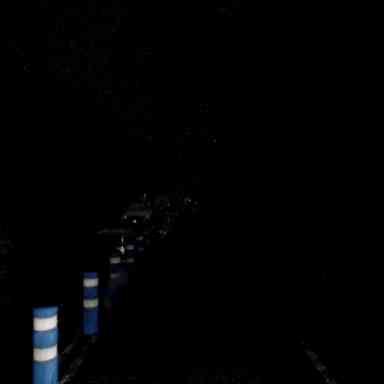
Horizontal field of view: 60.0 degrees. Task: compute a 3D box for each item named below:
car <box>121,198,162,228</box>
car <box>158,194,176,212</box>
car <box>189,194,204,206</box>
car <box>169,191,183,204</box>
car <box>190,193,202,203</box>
[{"bbox_3d":[-3.204,1.369,21.117,1.812,1.442,4.674,0,0,1],"label":"car"},{"bbox_3d":[-2.991,1.245,34.785,1.812,1.442,4.674,0,1,1],"label":"car"},{"bbox_3d":[0.623,1.127,44.996,1.837,1.490,4.892,0,1,1],"label":"car"},{"bbox_3d":[-2.624,0.864,51.320,2.150,2.045,5.566,0,1,1],"label":"car"},{"bbox_3d":[0.717,1.003,57.119,1.994,1.385,4.181,0,2,1],"label":"car"}]
